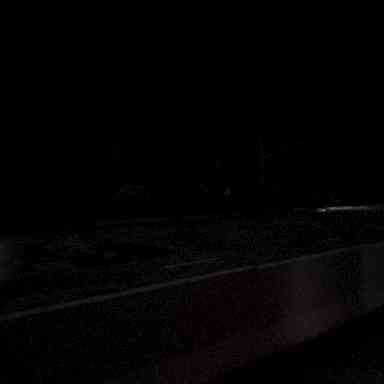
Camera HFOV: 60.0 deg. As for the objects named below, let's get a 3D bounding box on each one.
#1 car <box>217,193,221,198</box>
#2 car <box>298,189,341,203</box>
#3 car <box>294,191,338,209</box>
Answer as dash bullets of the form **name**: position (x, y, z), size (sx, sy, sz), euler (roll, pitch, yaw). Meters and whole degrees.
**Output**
- **car**: position (4.669, 0.962, 56.645), size (1.882, 1.535, 5.008), euler (-1, 0, -35)
- **car**: position (15.499, 0.703, 41.262), size (2.150, 2.045, 5.566), euler (-1, 1, -36)
- **car**: position (13.512, 1.016, 37.775), size (1.882, 1.535, 5.008), euler (-1, 0, -33)
